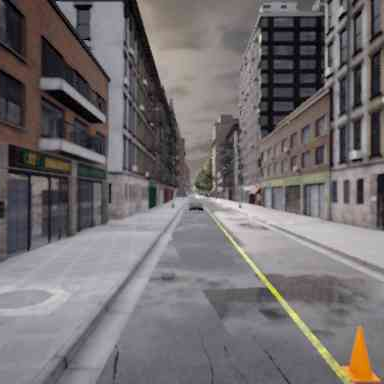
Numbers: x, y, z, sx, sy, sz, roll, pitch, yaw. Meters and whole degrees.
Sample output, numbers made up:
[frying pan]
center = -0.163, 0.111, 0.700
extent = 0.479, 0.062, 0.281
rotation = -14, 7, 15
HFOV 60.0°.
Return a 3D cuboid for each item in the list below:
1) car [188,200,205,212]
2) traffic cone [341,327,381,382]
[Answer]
[car]
center = 0.498, 1.659, 40.466
extent = 2.033, 1.411, 5.357
rotation = 0, 0, 0
[traffic cone]
center = 2.088, 1.974, 4.132
extent = 0.340, 0.580, 0.340
rotation = 0, 0, 0
